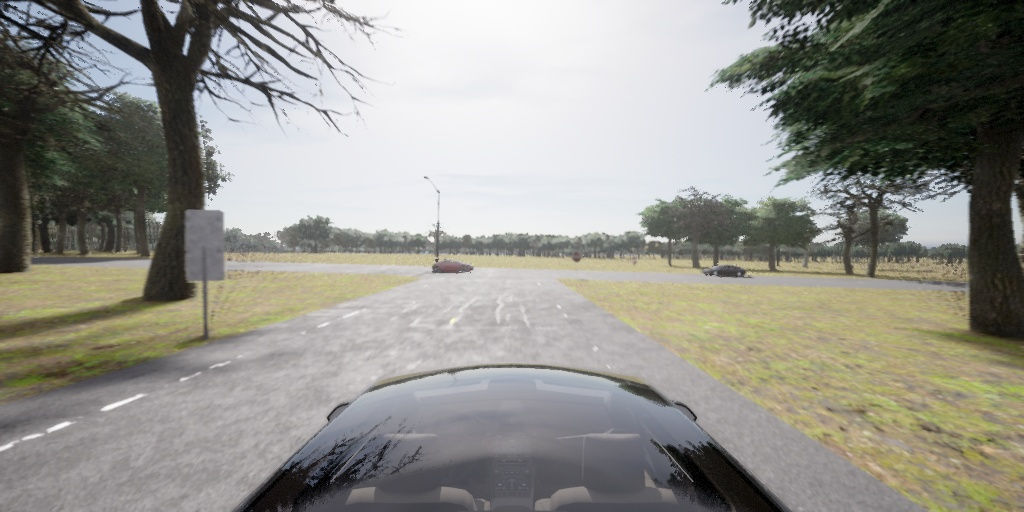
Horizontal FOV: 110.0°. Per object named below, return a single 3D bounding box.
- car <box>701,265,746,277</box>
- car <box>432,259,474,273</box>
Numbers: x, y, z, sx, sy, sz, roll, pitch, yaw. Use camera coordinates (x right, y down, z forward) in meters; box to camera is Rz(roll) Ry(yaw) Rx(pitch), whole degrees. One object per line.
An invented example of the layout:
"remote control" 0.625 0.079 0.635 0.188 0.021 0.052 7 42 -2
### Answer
"car" 25.634 1.810 43.531 4.892 1.490 1.837 0 1 0
"car" -6.017 1.016 36.684 4.181 1.385 1.994 1 1 0
